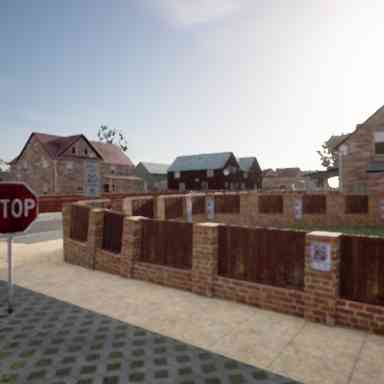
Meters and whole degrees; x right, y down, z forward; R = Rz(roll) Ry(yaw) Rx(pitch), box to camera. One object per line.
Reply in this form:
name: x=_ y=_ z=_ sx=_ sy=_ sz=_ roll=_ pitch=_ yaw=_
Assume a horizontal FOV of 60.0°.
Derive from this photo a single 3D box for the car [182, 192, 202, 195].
car: x=-0.113 y=0.769 z=32.567 sx=1.882 sy=1.535 sz=5.008 roll=-1 pitch=1 yaw=34
